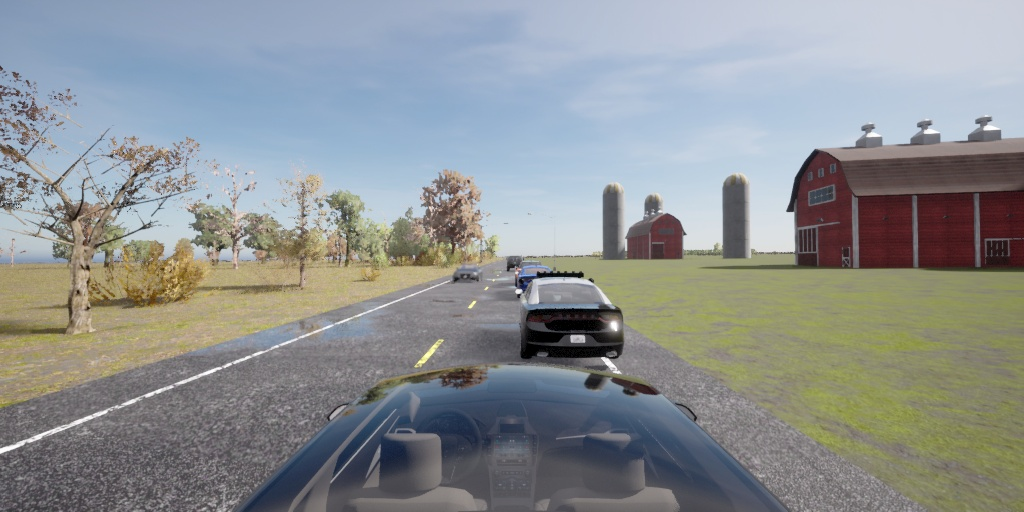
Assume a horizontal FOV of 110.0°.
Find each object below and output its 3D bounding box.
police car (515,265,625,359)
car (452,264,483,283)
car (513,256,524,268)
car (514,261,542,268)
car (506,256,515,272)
[{"bbox_3d":[1.119,1.176,8.556,1.930,1.638,5.238,0,0,0],"label":"police car"},{"bbox_3d":[-3.364,1.312,27.929,1.994,1.385,4.181,0,0,0],"label":"car"},{"bbox_3d":[1.254,1.100,24.416,2.097,1.767,4.553,0,0,0],"label":"car"},{"bbox_3d":[1.204,1.228,18.446,1.882,1.535,5.008,0,0,0],"label":"car"},{"bbox_3d":[0.431,0.962,47.358,2.150,2.045,5.566,0,0,1],"label":"car"}]
